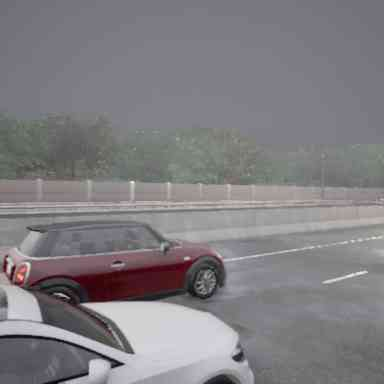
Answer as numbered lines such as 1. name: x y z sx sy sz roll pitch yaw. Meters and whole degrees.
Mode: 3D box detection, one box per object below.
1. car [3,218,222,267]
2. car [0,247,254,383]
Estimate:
1. car: -1.441 1.369 7.015 4.553 1.767 2.097 0 0 -36
2. car: -1.588 1.527 2.612 4.674 1.442 1.812 0 0 -35
